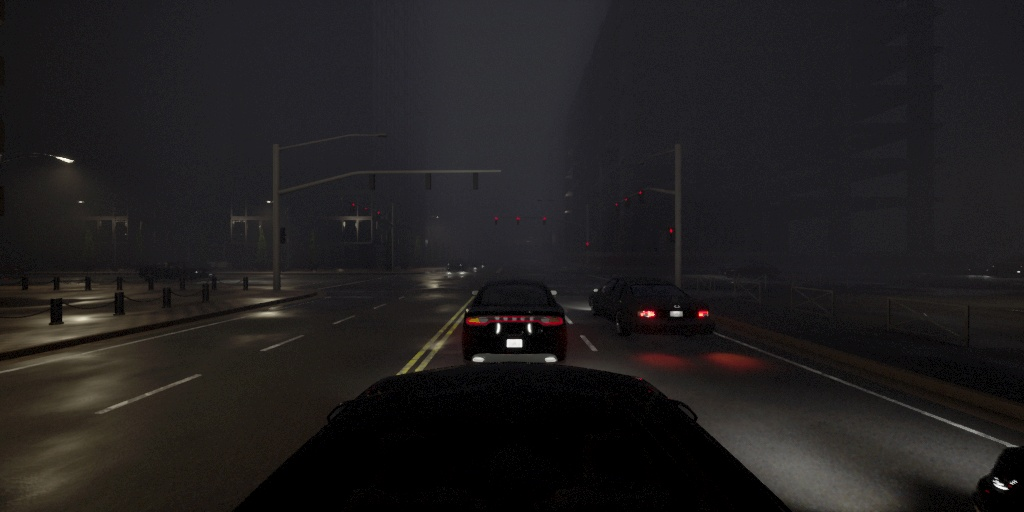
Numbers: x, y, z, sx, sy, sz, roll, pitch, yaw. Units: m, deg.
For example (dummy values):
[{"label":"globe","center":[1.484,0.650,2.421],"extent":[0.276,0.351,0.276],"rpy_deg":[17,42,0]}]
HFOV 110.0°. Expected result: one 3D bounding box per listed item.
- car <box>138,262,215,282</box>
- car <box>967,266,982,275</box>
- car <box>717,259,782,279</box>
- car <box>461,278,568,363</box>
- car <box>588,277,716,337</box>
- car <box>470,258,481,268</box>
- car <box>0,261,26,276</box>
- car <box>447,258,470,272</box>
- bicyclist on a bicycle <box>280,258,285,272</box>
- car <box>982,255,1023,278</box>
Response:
[{"label":"car","center":[-25.480,1.186,27.389],"extent":[4.902,1.511,2.128],"rpy_deg":[0,0,0]},{"label":"car","center":[48.162,1.242,35.065],"extent":[5.357,1.411,2.033],"rpy_deg":[0,0,1]},{"label":"car","center":[21.061,1.220,31.525],"extent":[4.674,1.442,1.812],"rpy_deg":[0,0,-1]},{"label":"car","center":[0.055,1.228,8.139],"extent":[1.882,1.535,5.008],"rpy_deg":[0,0,0]},{"label":"car","center":[3.571,1.297,10.262],"extent":[2.033,1.411,5.357],"rpy_deg":[0,0,0]},{"label":"car","center":[-7.060,1.275,62.419],"extent":[1.812,1.442,4.674],"rpy_deg":[0,0,0]},{"label":"car","center":[-50.459,1.172,34.749],"extent":[5.008,1.535,1.882],"rpy_deg":[0,0,1]},{"label":"car","center":[-7.109,1.102,46.648],"extent":[2.097,1.767,4.553],"rpy_deg":[0,0,1]},{"label":"bicyclist on a bicycle","center":[-25.407,0.995,39.350],"extent":[0.582,1.620,1.656],"rpy_deg":[0,0,0]},{"label":"car","center":[45.852,0.918,31.578],"extent":[5.566,2.045,2.150],"rpy_deg":[0,0,0]}]
